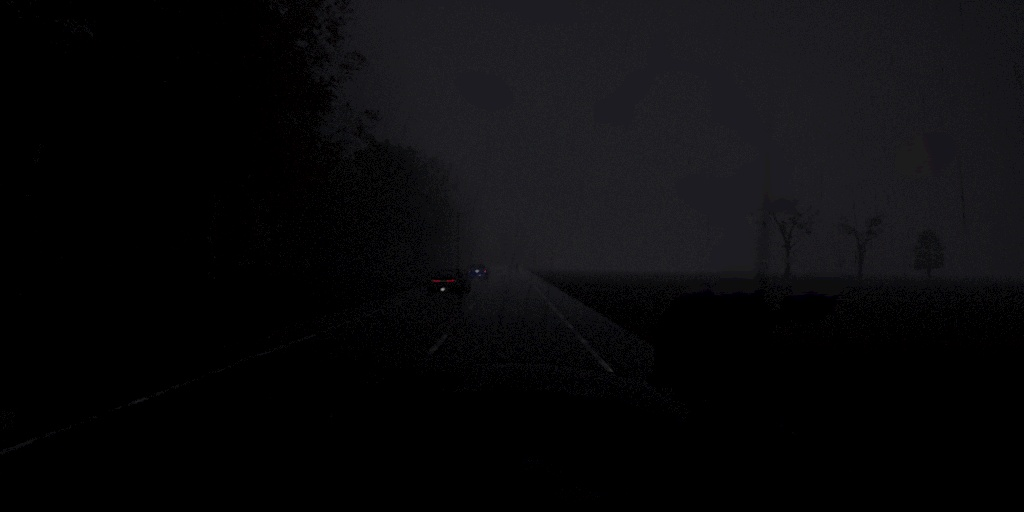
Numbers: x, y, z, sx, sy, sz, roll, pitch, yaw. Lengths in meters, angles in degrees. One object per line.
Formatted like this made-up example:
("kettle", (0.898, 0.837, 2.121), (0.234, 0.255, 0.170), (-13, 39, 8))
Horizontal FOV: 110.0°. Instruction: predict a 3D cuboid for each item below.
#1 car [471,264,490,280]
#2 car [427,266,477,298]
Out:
("car", (-3.404, 1.556, 37.053), (2.097, 1.767, 4.553), (0, -1, 0))
("car", (-3.402, 1.477, 20.037), (2.128, 1.511, 4.902), (0, -1, 0))
